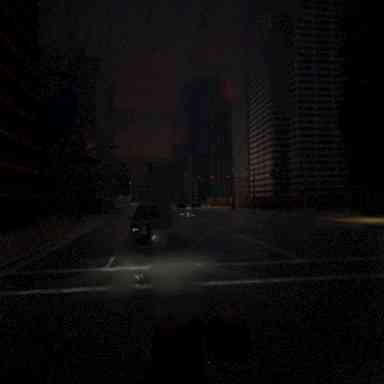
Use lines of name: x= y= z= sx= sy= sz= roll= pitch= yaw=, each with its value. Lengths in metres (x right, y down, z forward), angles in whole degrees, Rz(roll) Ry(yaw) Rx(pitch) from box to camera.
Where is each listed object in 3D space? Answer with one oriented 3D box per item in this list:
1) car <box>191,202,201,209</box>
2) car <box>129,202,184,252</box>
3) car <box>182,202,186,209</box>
car: x=0.962 y=3.054 z=78.160 sx=2.128 sy=1.511 sz=4.902 roll=-1 pitch=-1 yaw=-7
car: x=-1.888 y=1.652 z=16.703 sx=2.150 sy=2.045 sz=5.566 roll=-1 pitch=-1 yaw=-7
car: x=-2.510 y=3.080 z=77.717 sx=1.837 sy=1.490 sz=4.892 roll=-1 pitch=-1 yaw=-7
